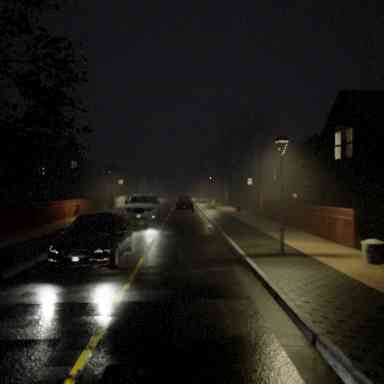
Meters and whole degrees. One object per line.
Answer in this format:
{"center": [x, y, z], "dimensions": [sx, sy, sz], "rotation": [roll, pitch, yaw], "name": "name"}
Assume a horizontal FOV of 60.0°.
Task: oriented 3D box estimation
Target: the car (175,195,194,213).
{"center": [-0.789, 1.339, 35.649], "dimensions": [1.882, 1.535, 5.008], "rotation": [0, 0, -1], "name": "car"}

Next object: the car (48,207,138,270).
{"center": [-3.105, 1.474, 11.000], "dimensions": [1.837, 1.490, 4.892], "rotation": [0, 0, -2], "name": "car"}

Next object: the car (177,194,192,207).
{"center": [-1.099, 1.167, 47.589], "dimensions": [2.097, 1.767, 4.553], "rotation": [0, 0, -1], "name": "car"}

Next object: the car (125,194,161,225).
{"center": [-3.419, 1.143, 23.587], "dimensions": [2.150, 2.045, 5.566], "rotation": [0, 0, -2], "name": "car"}
